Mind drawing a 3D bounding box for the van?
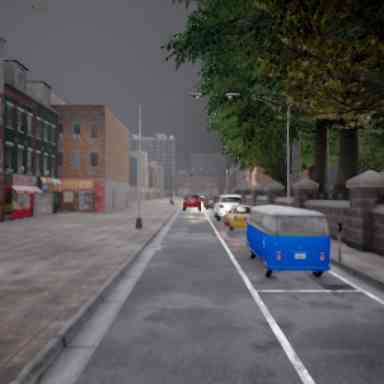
[{"bbox_3d":[2.649,1.332,9.966,1.690,1.788,3.998,1,0,0],"label":"van"}]

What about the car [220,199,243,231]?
[{"bbox_3d":[3.023,1.443,20.434,1.801,1.575,5.366,0,0,0],"label":"car"}]

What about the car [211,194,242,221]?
[{"bbox_3d":[2.978,1.213,27.275,2.150,2.045,5.566,0,0,0],"label":"car"}]

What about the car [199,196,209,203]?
[{"bbox_3d":[2.637,1.593,74.543,1.887,1.381,4.507,1,0,0],"label":"car"}]

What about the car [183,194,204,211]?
[{"bbox_3d":[0.032,1.213,41.272,2.150,2.045,5.566,0,0,1],"label":"car"}]

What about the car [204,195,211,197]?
[{"bbox_3d":[2.643,1.313,48.112,2.192,1.841,5.009,1,0,0],"label":"car"}]

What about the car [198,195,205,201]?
[{"bbox_3d":[2.635,1.641,90.854,1.887,1.381,4.507,1,0,0],"label":"car"}]

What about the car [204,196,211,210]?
[{"bbox_3d":[2.641,1.574,42.663,1.802,1.307,4.206,1,0,0],"label":"car"}]

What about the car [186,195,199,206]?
[{"bbox_3d":[0.013,1.360,55.782,2.097,1.767,4.553,0,0,0],"label":"car"}]
